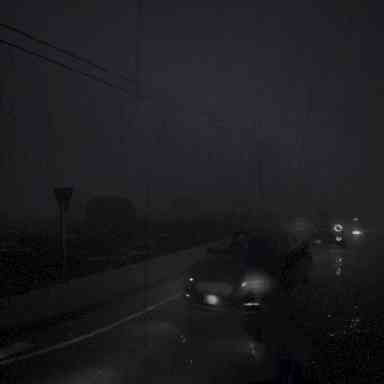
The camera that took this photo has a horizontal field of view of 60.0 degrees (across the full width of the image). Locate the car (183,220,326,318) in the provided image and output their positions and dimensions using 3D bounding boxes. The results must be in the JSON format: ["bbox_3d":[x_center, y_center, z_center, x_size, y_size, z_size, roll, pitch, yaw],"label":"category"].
[{"bbox_3d":[1.606,1.670,8.030,2.128,1.511,4.902,-2,-2,31],"label":"car"}]

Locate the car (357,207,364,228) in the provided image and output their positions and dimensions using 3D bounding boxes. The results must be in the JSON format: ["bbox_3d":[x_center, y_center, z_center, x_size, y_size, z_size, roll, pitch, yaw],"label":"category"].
[{"bbox_3d":[11.955,1.867,25.387,1.837,1.490,4.892,-2,-2,31],"label":"car"}]

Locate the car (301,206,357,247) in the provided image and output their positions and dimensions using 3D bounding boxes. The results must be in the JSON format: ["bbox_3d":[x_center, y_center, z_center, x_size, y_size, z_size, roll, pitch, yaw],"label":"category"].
[{"bbox_3d":[6.686,1.621,16.579,2.097,1.767,4.553,-2,-2,31],"label":"car"}]
